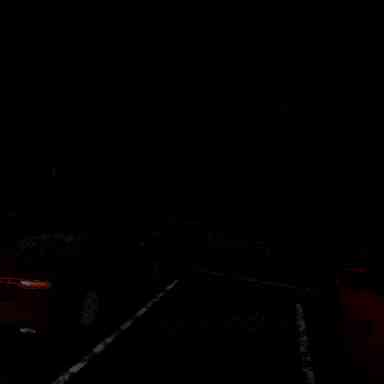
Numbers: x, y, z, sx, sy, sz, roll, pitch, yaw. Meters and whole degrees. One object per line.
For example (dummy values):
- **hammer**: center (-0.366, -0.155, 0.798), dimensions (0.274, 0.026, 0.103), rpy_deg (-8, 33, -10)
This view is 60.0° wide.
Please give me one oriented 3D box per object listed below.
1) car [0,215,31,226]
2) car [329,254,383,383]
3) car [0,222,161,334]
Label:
- **car**: center (-7.144, 1.409, 10.330), dimensions (2.097, 1.535, 5.008), rpy_deg (1, 0, 14)
- **car**: center (2.768, 1.358, 3.416), dimensions (2.185, 1.767, 4.553), rpy_deg (0, 0, 15)
- **car**: center (-2.170, 1.446, 6.908), dimensions (2.097, 1.535, 5.008), rpy_deg (0, 0, 14)
